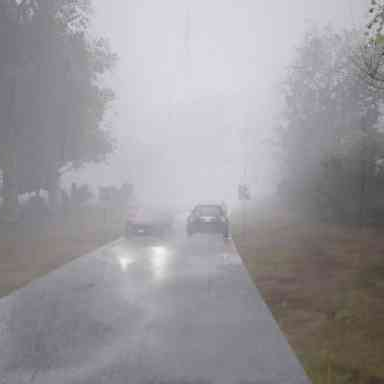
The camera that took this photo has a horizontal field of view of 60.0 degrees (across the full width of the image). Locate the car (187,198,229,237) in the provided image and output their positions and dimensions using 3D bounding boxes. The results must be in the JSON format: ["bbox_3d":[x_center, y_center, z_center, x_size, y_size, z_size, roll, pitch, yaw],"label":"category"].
[{"bbox_3d":[0.920,1.423,18.584,2.097,1.767,4.553,0,0,4],"label":"car"}]

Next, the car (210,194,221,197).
[{"bbox_3d":[4.017,1.172,57.679,1.882,1.535,5.008,1,2,14],"label":"car"}]

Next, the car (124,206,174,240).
[{"bbox_3d":[-2.119,1.524,17.588,1.882,1.535,5.008,0,0,5],"label":"car"}]
